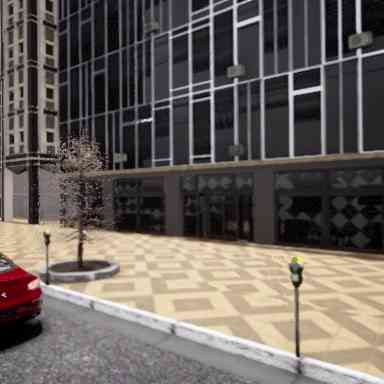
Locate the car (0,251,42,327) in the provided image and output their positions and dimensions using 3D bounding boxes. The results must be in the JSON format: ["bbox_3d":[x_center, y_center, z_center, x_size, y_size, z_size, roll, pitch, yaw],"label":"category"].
[{"bbox_3d":[-4.352,1.595,5.987,4.206,1.307,1.802,0,-1,35],"label":"car"}]
